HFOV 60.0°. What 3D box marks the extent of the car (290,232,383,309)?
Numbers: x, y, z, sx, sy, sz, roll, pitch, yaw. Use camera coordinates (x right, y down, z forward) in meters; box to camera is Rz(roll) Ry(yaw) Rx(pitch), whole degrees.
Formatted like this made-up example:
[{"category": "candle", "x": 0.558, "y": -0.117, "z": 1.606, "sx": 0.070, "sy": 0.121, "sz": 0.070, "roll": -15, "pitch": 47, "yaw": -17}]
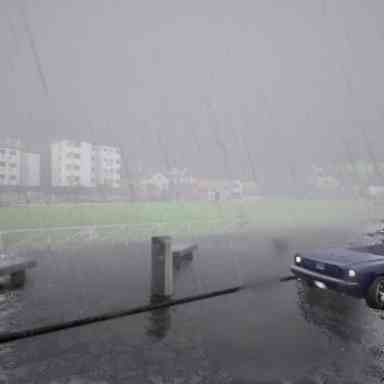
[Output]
[{"category": "car", "x": 4.707, "y": 1.662, "z": 7.958, "sx": 4.718, "sy": 1.301, "sz": 1.895, "roll": 0, "pitch": 0, "yaw": -25}]
